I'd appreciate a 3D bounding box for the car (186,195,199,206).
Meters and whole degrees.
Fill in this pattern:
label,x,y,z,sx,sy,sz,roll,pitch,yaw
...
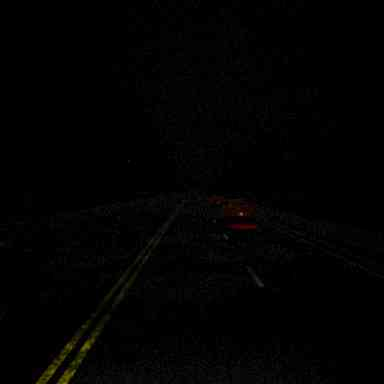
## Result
label,x,y,z,sx,sy,sz,roll,pitch,yaw
car,0.092,1.272,47.757,2.033,1.411,5.357,0,0,0

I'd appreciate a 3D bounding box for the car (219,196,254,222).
label,x,y,z,sx,sy,sz,roll,pitch,yaw
car,3.331,1.311,24.847,1.882,1.535,5.008,0,0,0

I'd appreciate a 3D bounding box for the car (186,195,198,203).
label,x,y,z,sx,sy,sz,roll,pitch,yaw
car,-0.004,1.238,60.505,2.033,1.411,5.357,0,0,0

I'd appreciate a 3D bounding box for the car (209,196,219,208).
label,x,y,z,sx,sy,sz,roll,pitch,yaw
car,3.288,1.217,43.543,1.882,1.535,5.008,0,0,1
